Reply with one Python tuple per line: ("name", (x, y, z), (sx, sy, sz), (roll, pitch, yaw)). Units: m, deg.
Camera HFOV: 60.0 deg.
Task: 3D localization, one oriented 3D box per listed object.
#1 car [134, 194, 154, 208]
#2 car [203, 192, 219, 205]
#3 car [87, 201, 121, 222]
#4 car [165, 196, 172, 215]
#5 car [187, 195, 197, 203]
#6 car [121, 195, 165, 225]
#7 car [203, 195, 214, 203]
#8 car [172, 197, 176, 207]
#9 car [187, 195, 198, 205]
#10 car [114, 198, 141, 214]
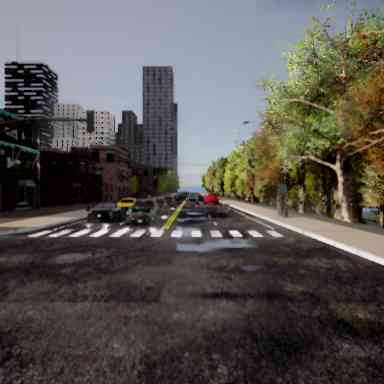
("car", (-6.582, 1.235, 45.931), (2.097, 1.767, 4.553), (0, 0, 0))
("car", (3.351, 1.080, 55.545), (2.150, 2.045, 5.566), (0, 0, 0))
("car", (-6.598, 1.500, 25.618), (1.994, 1.385, 4.181), (0, 0, 0))
("car", (-3.345, 1.421, 32.769), (1.837, 1.490, 4.892), (0, 1, 0))
("car", (0.011, 1.306, 66.747), (1.882, 1.535, 5.008), (0, 0, 0))
("car", (-3.348, 1.293, 23.710), (2.097, 1.767, 4.553), (0, 0, 0))
("car", (3.257, 1.393, 66.129), (1.994, 1.385, 4.181), (0, 0, 0))
("car", (-3.329, 1.385, 47.276), (1.837, 1.490, 4.892), (0, 0, 1))
("car", (0.105, 1.348, 56.440), (2.128, 1.511, 4.902), (0, 0, 0))
("car", (-6.596, 1.390, 34.704), (1.882, 1.535, 5.008), (0, 0, 0))
